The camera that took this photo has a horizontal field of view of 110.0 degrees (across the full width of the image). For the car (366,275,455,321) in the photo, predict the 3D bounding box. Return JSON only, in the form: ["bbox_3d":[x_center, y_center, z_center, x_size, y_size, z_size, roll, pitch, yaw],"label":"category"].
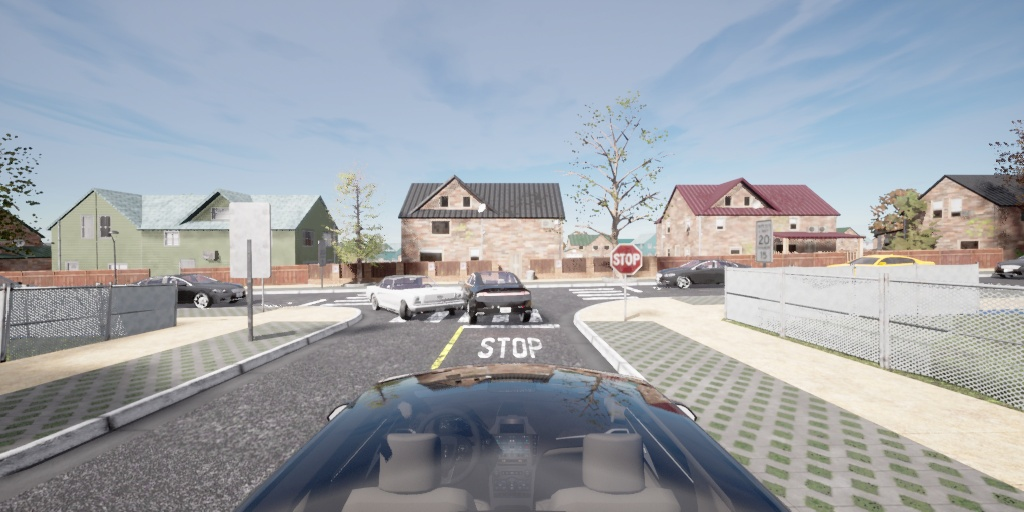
[{"bbox_3d":[-3.597,1.368,12.852,1.895,1.301,4.718,0,0,-38],"label":"car"}]

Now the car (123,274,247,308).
[{"bbox_3d":[-14.895,1.566,16.353,4.902,1.511,2.128,-1,1,0],"label":"car"}]

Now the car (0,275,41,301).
[{"bbox_3d":[-24.232,1.648,16.317,4.553,1.767,2.097,-1,1,0],"label":"car"}]

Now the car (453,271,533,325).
[{"bbox_3d":[-0.680,1.242,11.991,2.128,1.511,4.902,0,0,-12],"label":"car"}]

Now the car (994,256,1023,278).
[{"bbox_3d":[29.394,0.478,19.458,4.902,1.511,2.128,-1,1,0],"label":"car"}]

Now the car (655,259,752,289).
[{"bbox_3d":[10.340,0.926,19.394,4.902,1.511,2.128,-1,1,0],"label":"car"}]

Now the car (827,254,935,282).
[{"bbox_3d":[19.770,0.690,19.426,5.008,1.535,1.882,-1,1,-1],"label":"car"}]
